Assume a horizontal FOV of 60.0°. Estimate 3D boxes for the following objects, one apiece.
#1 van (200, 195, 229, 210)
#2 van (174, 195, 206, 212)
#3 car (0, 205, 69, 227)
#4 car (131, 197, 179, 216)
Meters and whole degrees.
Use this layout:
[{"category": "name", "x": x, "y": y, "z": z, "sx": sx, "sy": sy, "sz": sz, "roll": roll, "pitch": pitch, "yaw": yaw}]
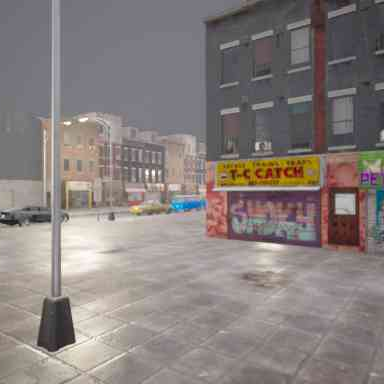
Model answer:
[{"category": "van", "x": 2.845, "y": 1.234, "z": 40.520, "sx": 1.690, "sy": 1.788, "sz": 3.998, "roll": 0, "pitch": 0, "yaw": 36}, {"category": "van", "x": -0.449, "y": 1.249, "z": 35.918, "sx": 1.690, "sy": 1.788, "sz": 3.998, "roll": 0, "pitch": 0, "yaw": 36}, {"category": "car", "x": -10.333, "y": 1.522, "z": 22.111, "sx": 1.947, "sy": 1.339, "sz": 4.313, "roll": 0, "pitch": 0, "yaw": 36}, {"category": "car", "x": -3.645, "y": 1.449, "z": 31.454, "sx": 1.752, "sy": 1.417, "sz": 4.829, "roll": 0, "pitch": 0, "yaw": 36}]
